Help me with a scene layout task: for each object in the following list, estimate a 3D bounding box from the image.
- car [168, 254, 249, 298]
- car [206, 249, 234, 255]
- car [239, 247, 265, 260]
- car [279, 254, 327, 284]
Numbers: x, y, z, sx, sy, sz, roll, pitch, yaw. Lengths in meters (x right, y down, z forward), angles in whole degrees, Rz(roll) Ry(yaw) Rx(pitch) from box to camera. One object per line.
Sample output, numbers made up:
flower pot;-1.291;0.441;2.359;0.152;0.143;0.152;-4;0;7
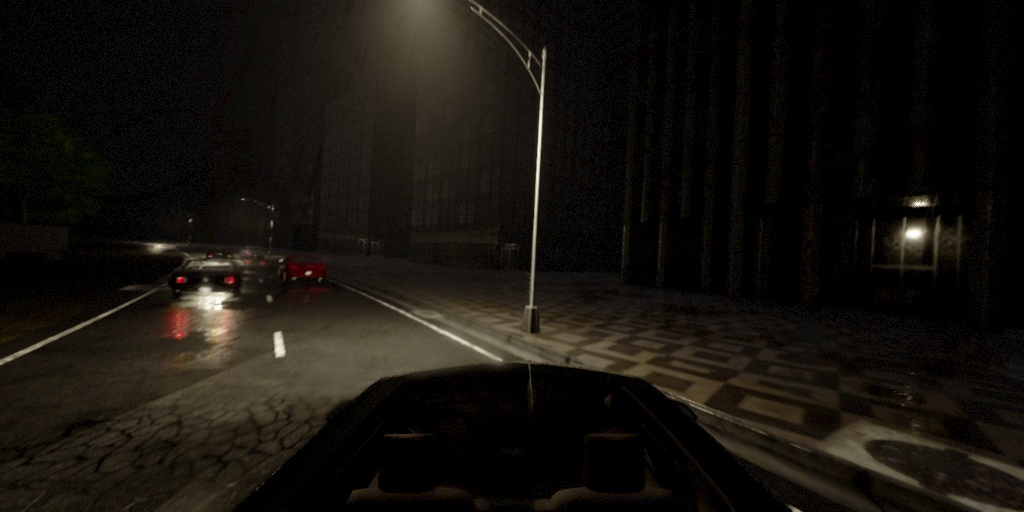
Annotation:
car;-11.414;0.771;13.695;1.895;1.301;4.718;3;0;-36
car;-26.036;-0.012;31.924;1.895;1.301;4.718;3;0;-41
car;-29.978;-0.324;41.445;1.812;1.442;4.674;3;0;-43
car;-11.834;0.648;20.187;1.882;1.535;5.008;3;0;-37
